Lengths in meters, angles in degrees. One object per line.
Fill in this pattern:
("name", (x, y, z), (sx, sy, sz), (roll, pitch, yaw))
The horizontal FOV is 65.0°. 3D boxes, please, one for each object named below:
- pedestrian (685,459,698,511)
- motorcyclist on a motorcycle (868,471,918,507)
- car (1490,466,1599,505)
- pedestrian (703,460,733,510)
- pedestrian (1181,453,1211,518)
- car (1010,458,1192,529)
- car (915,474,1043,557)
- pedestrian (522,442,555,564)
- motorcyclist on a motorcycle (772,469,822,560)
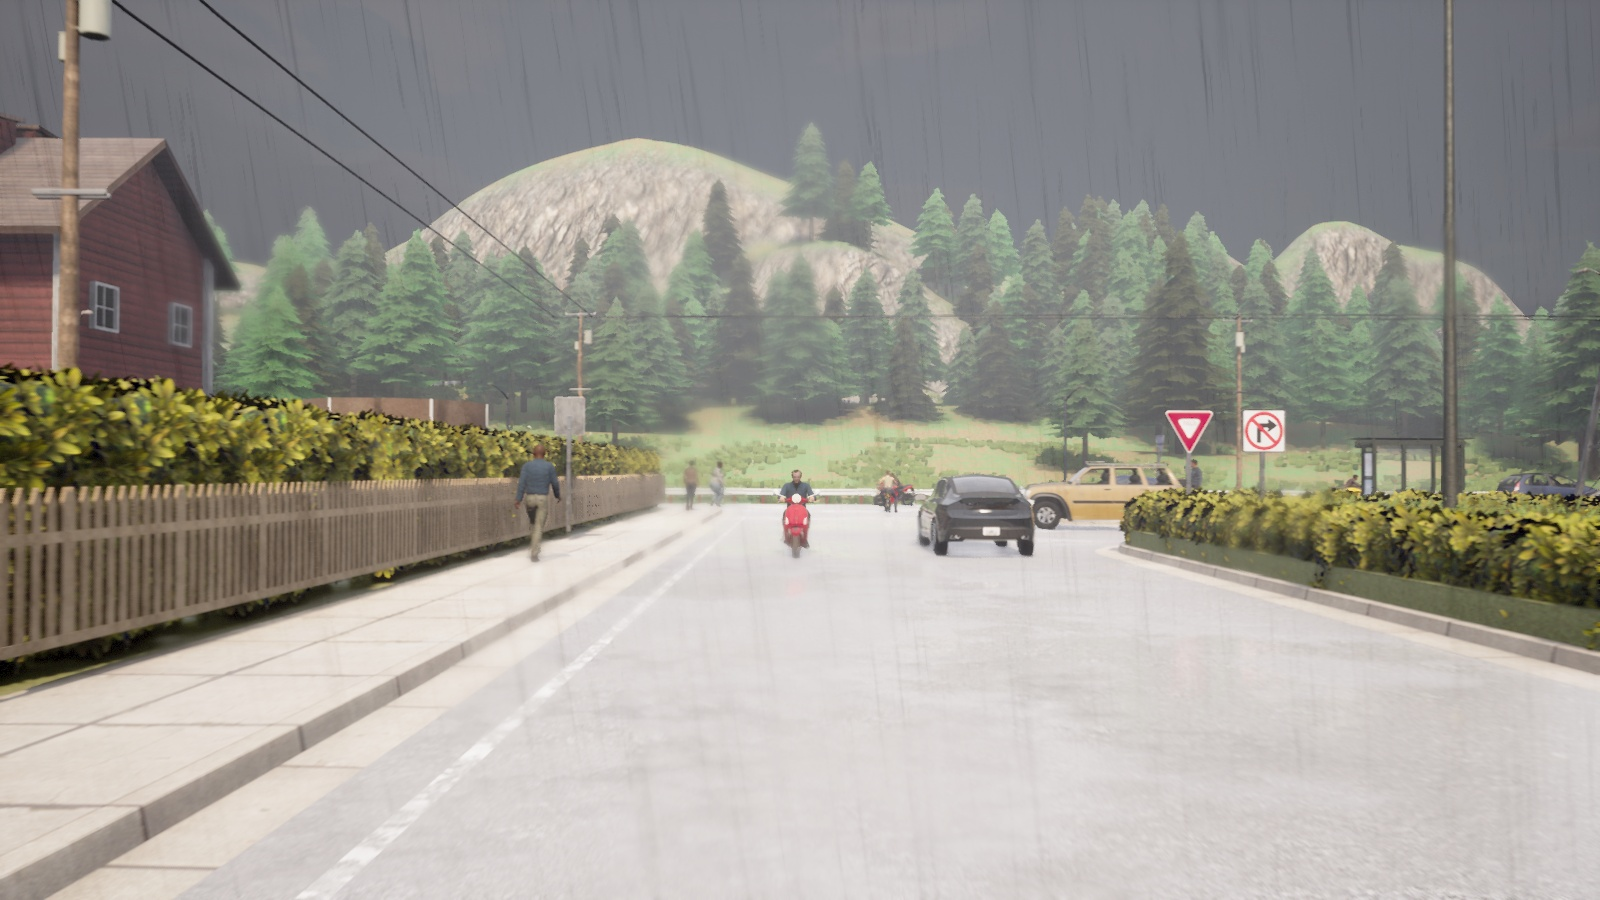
("pedestrian", (-3.837, 1.227, 44.312), (0.328, 1.805, 0.869), (0, -1, 3))
("motorcyclist on a motorcycle", (4.101, 1.708, 55.433), (2.044, 1.523, 0.797), (0, 1, -25))
("car", (31.687, 1.475, 53.102), (3.988, 1.617, 1.851), (0, -1, 0))
("pedestrian", (-3.120, 1.319, 47.787), (0.900, 1.855, 0.874), (0, -1, -21))
("pedestrian", (12.013, 1.069, 38.114), (0.788, 1.949, 0.423), (0, -1, 11))
("car", (8.108, 1.171, 34.204), (4.605, 1.855, 1.932), (0, -1, 7))
("car", (3.440, 1.225, 25.026), (1.837, 1.490, 4.892), (0, -1, 0))
("pedestrian", (-4.017, 0.809, 19.299), (0.370, 1.835, 0.726), (0, -1, -1))
("motorcyclist on a motorcycle", (-0.055, 1.153, 22.971), (0.866, 1.590, 1.817), (0, -1, 0))
